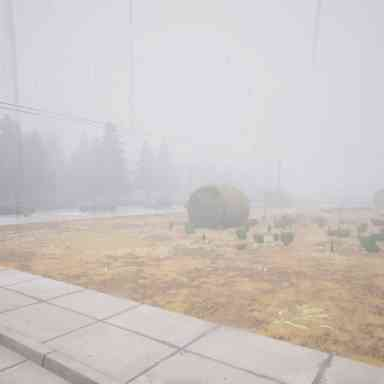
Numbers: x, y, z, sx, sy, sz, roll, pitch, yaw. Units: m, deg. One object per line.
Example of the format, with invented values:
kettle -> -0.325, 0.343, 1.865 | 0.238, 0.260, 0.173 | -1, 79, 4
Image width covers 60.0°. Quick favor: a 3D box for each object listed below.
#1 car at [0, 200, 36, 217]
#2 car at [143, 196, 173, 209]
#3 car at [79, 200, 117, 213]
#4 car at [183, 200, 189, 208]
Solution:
car -> -16.551, 1.518, 29.728 | 2.128, 1.511, 4.902 | 0, 0, 37
car -> -4.677, 1.379, 45.766 | 2.097, 1.767, 4.553 | 0, 0, 35
car -> -10.627, 1.591, 37.714 | 1.994, 1.385, 4.181 | 0, 0, 37
car -> 0.621, 1.590, 46.676 | 1.994, 1.385, 4.181 | 0, 0, 37
